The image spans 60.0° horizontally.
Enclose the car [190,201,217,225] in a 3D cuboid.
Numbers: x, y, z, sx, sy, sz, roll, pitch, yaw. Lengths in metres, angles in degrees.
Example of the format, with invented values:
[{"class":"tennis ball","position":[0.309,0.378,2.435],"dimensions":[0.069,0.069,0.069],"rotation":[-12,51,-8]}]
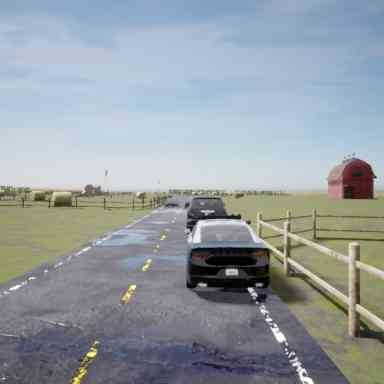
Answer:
[{"class":"car","position":[0.766,1.502,25.230],"dimensions":[1.837,1.490,4.892],"rotation":[0,0,0]}]

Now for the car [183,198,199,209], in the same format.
[{"class":"car","position":[-0.077,1.540,46.080],"dimensions":[2.033,1.411,5.357],"rotation":[0,0,0]}]

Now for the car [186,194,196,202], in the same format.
[{"class":"car","position":[-0.163,1.257,71.673],"dimensions":[2.097,1.767,4.553],"rotation":[0,0,0]}]

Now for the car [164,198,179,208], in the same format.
[{"class":"car","position":[-2.858,1.556,47.539],"dimensions":[1.994,1.385,4.181],"rotation":[0,0,0]}]

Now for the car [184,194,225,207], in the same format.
[{"class":"car","position":[0.779,1.222,19.259],"dimensions":[2.150,2.045,5.566],"rotation":[0,0,0]}]

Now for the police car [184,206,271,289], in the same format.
[{"class":"police car","position":[0.802,1.424,9.340],"dimensions":[1.930,1.638,5.238],"rotation":[0,0,0]}]
